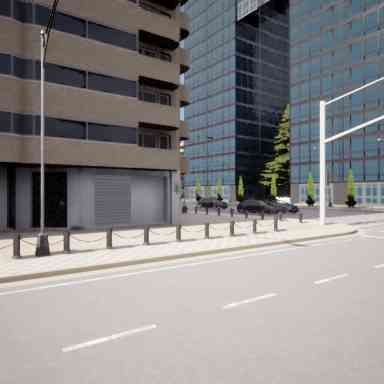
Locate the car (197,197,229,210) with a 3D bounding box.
[{"bbox_3d":[2.642,1.450,42.946,1.837,1.490,4.892,0,0,-35],"label":"car"}]

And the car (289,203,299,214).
[{"bbox_3d":[8.874,1.508,34.158,1.994,1.385,4.181,0,0,-36],"label":"car"}]

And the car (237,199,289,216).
[{"bbox_3d":[6.401,1.449,31.607,1.837,1.490,4.892,0,0,-36],"label":"car"}]
